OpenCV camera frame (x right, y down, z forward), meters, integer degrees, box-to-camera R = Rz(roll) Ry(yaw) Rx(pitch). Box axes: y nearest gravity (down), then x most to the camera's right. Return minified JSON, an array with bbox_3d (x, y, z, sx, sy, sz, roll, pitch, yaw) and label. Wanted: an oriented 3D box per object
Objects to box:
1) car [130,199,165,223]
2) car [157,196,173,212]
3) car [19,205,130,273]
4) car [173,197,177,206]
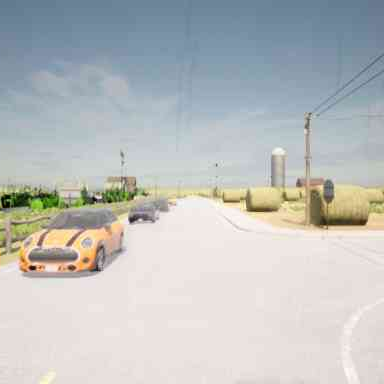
[{"bbox_3d":[-3.548,1.541,25.649,2.033,1.411,5.357,0,0,0],"label":"car"},{"bbox_3d":[-3.519,1.490,37.633,1.837,1.490,4.892,0,1,0],"label":"car"},{"bbox_3d":[-3.573,1.353,10.738,2.097,1.767,4.553,0,0,0],"label":"car"},{"bbox_3d":[-3.448,1.463,53.948,1.882,1.535,5.008,0,0,1],"label":"car"}]
